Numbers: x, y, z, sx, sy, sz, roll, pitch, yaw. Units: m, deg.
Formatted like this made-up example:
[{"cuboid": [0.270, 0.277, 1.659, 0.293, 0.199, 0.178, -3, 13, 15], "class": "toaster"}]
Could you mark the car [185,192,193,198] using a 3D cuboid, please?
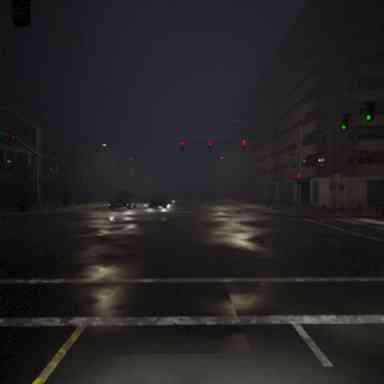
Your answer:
[{"cuboid": [-0.714, 0.670, 79.195, 1.994, 1.385, 4.181, 0, 1, -1], "class": "car"}]

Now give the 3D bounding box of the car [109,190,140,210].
[{"cuboid": [-7.407, 0.817, 36.054, 2.150, 2.045, 5.566, 0, 1, -1], "class": "car"}]

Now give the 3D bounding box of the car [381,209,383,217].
[{"cuboid": [16.032, 1.320, 23.679, 4.674, 1.442, 1.812, 0, 1, -1], "class": "car"}]

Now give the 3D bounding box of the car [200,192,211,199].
[{"cuboid": [2.877, 0.793, 69.315, 1.994, 1.385, 4.181, 0, 1, -1], "class": "car"}]

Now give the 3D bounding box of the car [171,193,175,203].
[{"cuboid": [-4.024, 0.939, 49.369, 2.128, 1.511, 4.902, 0, 1, 0], "class": "car"}]

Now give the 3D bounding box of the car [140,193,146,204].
[{"cuboid": [-7.528, 0.920, 50.199, 1.882, 1.535, 5.008, 0, 1, 0], "class": "car"}]

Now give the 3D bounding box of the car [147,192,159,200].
[{"cuboid": [-7.608, 0.774, 65.511, 1.837, 1.490, 4.892, 0, 1, 0], "class": "car"}]

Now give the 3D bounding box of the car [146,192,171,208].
[{"cuboid": [-3.936, 1.039, 39.480, 1.882, 1.535, 5.008, 0, 1, 0], "class": "car"}]

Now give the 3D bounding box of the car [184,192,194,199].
[{"cuboid": [-0.619, 0.762, 68.885, 1.812, 1.442, 4.674, 0, 1, -1], "class": "car"}]

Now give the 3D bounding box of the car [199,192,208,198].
[{"cuboid": [2.785, 0.713, 79.259, 1.895, 1.301, 4.718, 0, 1, -1], "class": "car"}]
